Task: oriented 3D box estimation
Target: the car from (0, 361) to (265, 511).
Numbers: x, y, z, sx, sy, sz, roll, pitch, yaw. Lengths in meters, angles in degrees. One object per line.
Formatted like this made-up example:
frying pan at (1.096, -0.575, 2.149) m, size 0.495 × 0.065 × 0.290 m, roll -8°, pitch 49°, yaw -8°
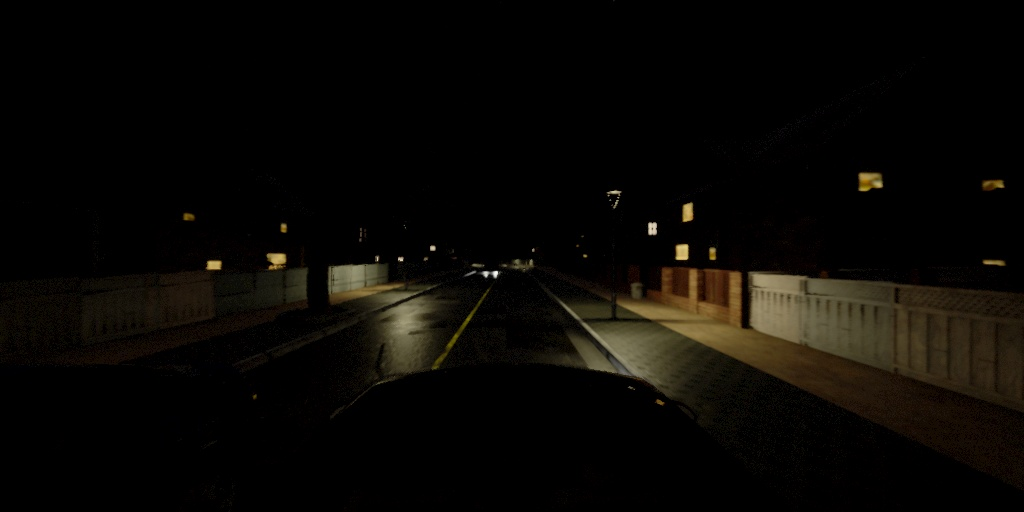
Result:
car at (-2.850, 1.277, 0.993) m, size 1.812 × 1.442 × 4.674 m, roll 0°, pitch 0°, yaw 0°

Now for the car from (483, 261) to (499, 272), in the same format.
car at (-2.756, 1.394, 48.968) m, size 1.994 × 1.385 × 4.181 m, roll 0°, pitch 0°, yaw 0°
